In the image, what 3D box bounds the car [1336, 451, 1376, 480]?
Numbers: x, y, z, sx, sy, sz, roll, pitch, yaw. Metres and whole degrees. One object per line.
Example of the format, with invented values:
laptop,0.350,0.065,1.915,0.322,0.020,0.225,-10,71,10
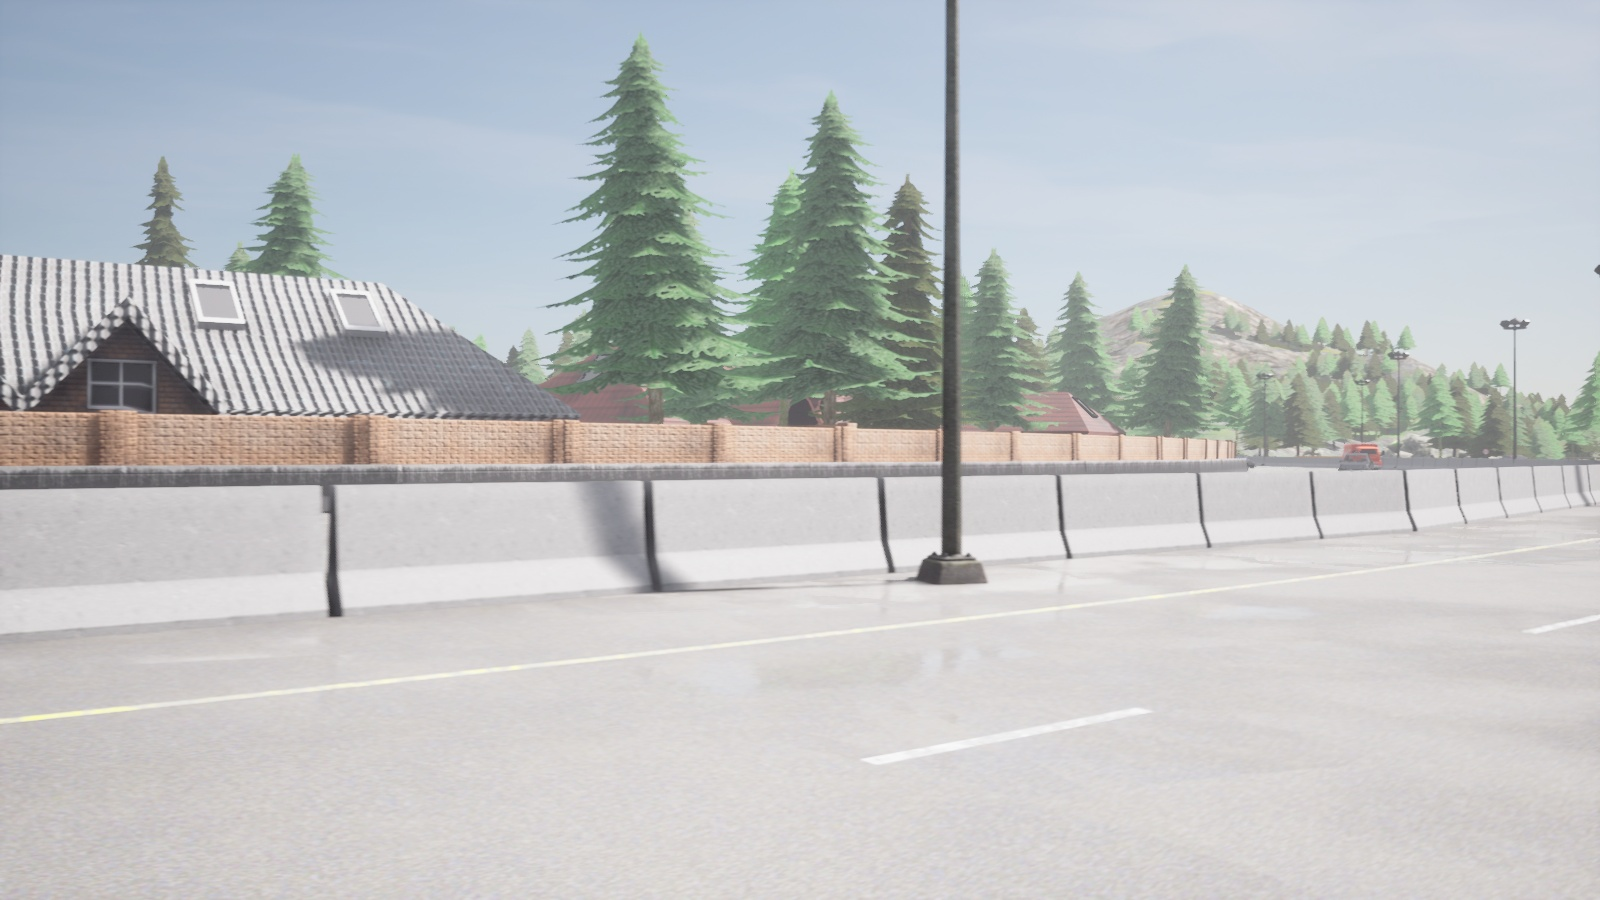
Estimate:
car,31.128,0.843,70.236,1.789,1.549,3.705,0,0,28
